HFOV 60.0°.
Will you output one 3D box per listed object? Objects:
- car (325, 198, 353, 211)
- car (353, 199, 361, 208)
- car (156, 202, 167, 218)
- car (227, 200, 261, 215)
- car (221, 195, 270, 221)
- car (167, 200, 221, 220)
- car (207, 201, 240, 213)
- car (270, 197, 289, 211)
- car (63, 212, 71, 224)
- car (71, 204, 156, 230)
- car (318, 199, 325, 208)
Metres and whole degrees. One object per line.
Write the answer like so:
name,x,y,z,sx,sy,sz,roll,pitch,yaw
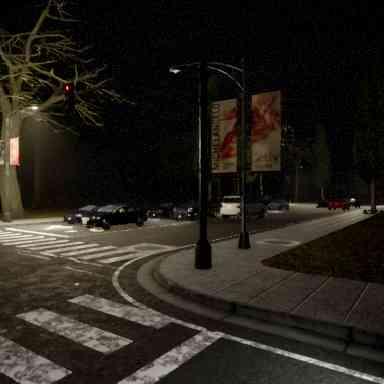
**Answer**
car,20.677,1.658,46.581,2.097,1.767,4.553,0,0,35
car,26.438,1.892,54.763,2.128,1.511,4.902,0,-1,35
car,-1.855,1.666,31.847,2.033,1.411,5.357,0,0,35
car,5.931,1.680,37.263,1.837,1.490,4.892,0,0,35
car,4.586,1.361,29.379,2.150,2.045,5.566,0,0,35
car,0.275,1.472,29.237,2.097,1.767,4.553,0,0,35
car,3.875,1.776,39.995,1.895,1.301,4.718,0,0,35
car,11.883,1.772,45.652,1.812,1.442,4.674,0,0,36
car,-7.187,1.637,24.303,1.994,1.385,4.181,0,0,36
car,-4.977,1.566,21.782,2.128,1.511,4.902,0,0,35
car,21.594,1.881,53.526,1.812,1.442,4.674,0,0,35
